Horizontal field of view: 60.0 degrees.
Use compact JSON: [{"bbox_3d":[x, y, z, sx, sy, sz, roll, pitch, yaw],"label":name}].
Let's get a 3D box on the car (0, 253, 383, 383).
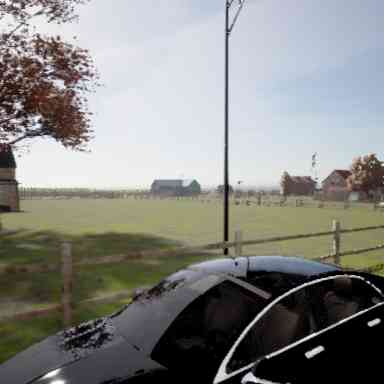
[{"bbox_3d":[0.539,1.512,3.442,4.892,1.490,1.837,0,0,-35],"label":"car"}]
